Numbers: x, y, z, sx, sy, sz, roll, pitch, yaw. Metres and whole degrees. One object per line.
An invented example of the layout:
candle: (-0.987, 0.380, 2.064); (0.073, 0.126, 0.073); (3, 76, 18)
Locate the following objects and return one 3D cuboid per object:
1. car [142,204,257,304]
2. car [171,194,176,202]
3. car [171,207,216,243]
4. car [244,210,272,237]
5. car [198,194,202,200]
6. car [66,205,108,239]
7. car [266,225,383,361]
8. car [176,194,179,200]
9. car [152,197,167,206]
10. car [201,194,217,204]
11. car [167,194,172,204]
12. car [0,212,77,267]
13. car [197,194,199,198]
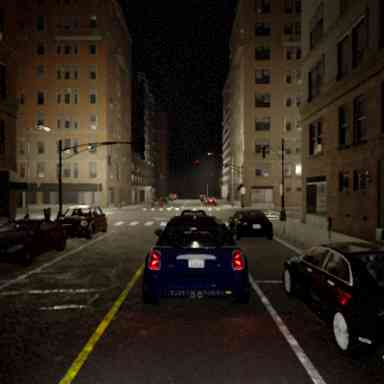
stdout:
car: (0.092, 1.353, 8.331); (2.097, 1.767, 4.553); (0, 0, 0)
car: (-5.441, 1.637, 80.837); (1.752, 1.417, 4.829); (0, 0, 0)
car: (0.074, 1.567, 16.914); (1.994, 1.385, 4.181); (0, 0, 0)
car: (2.884, 1.569, 16.846); (1.947, 1.339, 4.313); (0, 0, 0)
car: (3.065, 1.535, 75.571); (1.967, 1.590, 4.097); (0, 0, 0)
car: (-5.641, 1.443, 16.862); (1.967, 1.590, 4.097); (0, 0, 0)
car: (2.864, 1.552, 5.843); (2.008, 1.369, 4.403); (0, 0, 0)
car: (-5.402, 1.469, 91.824); (2.192, 1.841, 5.009); (0, 0, 0)
car: (-5.538, 1.625, 53.964); (1.802, 1.307, 4.206); (0, 0, 0)
car: (2.986, 1.484, 53.936); (1.967, 1.590, 4.097); (0, 0, 0)
car: (-5.499, 1.615, 64.781); (2.008, 1.369, 4.403); (0, 0, 0)
car: (-5.651, 1.583, 11.360); (1.802, 1.307, 4.206); (0, 0, 0)
car: (3.104, 1.573, 86.389); (1.967, 1.590, 4.097); (0, 0, 0)
